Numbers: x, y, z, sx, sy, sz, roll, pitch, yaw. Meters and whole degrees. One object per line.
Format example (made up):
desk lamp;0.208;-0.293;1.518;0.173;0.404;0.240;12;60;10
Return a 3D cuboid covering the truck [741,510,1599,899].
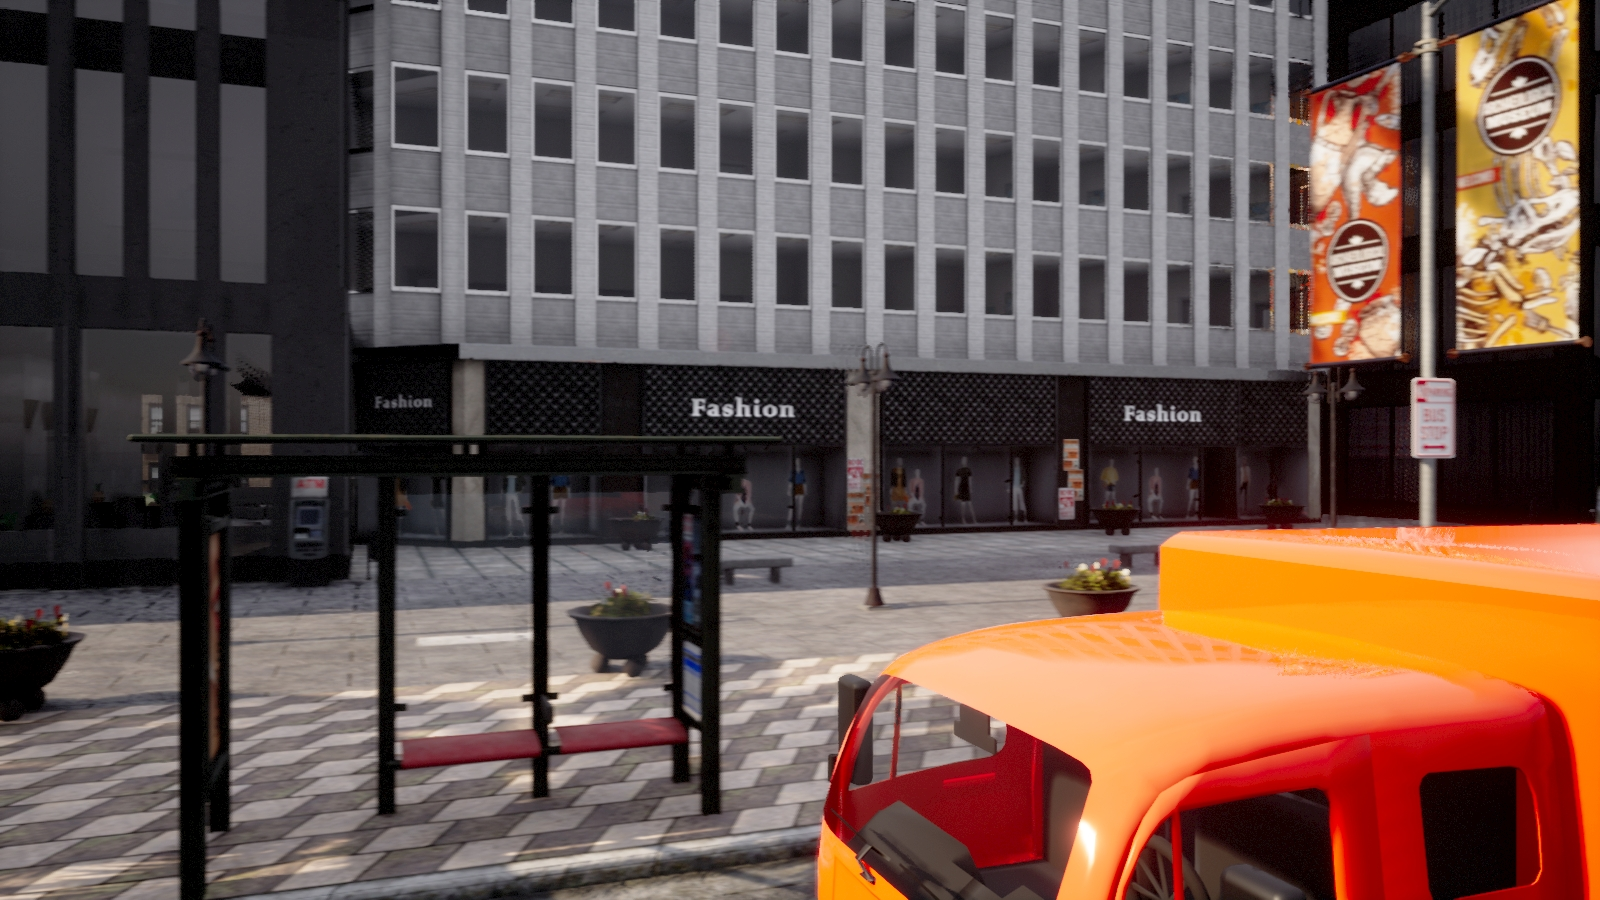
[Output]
truck;2.656;1.568;4.291;5.204;2.467;2.627;0;0;-20
